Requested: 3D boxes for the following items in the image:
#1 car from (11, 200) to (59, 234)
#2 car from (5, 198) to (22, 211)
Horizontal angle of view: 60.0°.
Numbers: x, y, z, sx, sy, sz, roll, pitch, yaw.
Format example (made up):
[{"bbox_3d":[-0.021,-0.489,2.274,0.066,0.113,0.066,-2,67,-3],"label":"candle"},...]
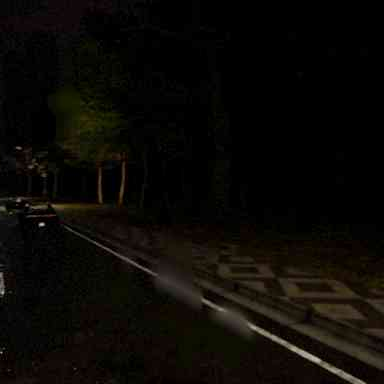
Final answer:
[{"bbox_3d":[-8.792,1.410,18.799,2.128,1.511,4.902,0,0,-31],"label":"car"},{"bbox_3d":[-20.311,1.416,38.342,1.994,1.385,4.181,0,0,-31],"label":"car"}]
